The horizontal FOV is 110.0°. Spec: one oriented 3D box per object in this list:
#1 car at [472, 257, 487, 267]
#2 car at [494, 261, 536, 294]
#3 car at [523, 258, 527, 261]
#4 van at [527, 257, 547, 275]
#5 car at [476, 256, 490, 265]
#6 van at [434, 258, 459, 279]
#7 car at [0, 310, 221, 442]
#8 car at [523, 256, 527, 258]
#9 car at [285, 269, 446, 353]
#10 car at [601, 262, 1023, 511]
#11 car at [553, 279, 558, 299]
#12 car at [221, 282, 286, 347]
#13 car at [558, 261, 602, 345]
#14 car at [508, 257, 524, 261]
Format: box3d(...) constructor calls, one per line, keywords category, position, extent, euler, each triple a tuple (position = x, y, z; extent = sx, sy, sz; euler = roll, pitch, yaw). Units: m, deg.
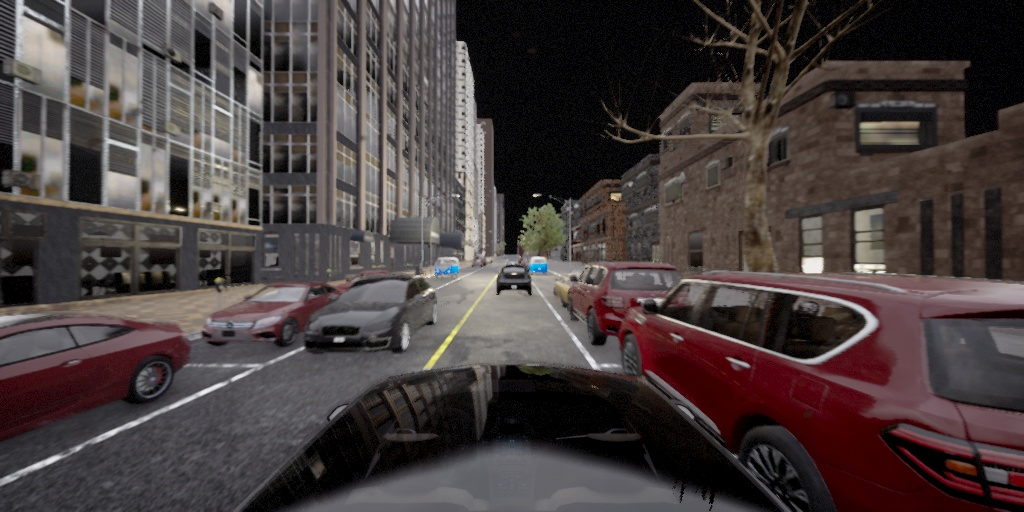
box3d(category="car", position=(-5.683, 1.174, 59.205), extent=(1.802, 1.307, 4.207), euler=(0, 0, 0))
box3d(category="car", position=(0.101, 1.218, 19.773), extent=(1.837, 1.490, 4.892), euler=(0, 1, 0))
box3d(category="car", position=(2.696, 1.212, 42.566), extent=(1.948, 1.339, 4.313), euler=(0, 0, 0))
box3d(category="van", position=(2.695, 1.004, 37.020), extent=(1.690, 1.789, 3.998), euler=(0, 0, 0))
box3d(category="car", position=(-5.683, 0.887, 64.751), extent=(2.192, 1.841, 5.009), euler=(0, 0, 0))
box3d(category="van", position=(-5.685, 1.020, 31.473), extent=(1.690, 1.789, 3.998), euler=(0, 0, 0))
box3d(category="car", position=(-5.689, 1.328, 3.738), extent=(1.802, 1.307, 4.207), euler=(0, 0, 0))
box3d(category="car", position=(2.696, 1.068, 48.112), extent=(1.967, 1.591, 4.097), euler=(0, 0, 0))
box3d(category="car", position=(-3.089, 1.241, 8.861), extent=(1.837, 1.490, 4.892), euler=(0, 0, 0))
box3d(category="car", position=(2.693, 1.061, 3.738), extent=(2.192, 1.841, 5.009), euler=(0, 0, 0))
box3d(category="car", position=(2.694, 1.248, 15.004), extent=(1.751, 1.417, 4.829), euler=(0, 0, 0))
box3d(category="car", position=(-5.688, 1.317, 9.287), extent=(1.802, 1.307, 4.207), euler=(0, 0, 0))
box3d(category="car", position=(2.693, 1.050, 9.287), extent=(2.192, 1.841, 5.009), euler=(0, 0, 0))
box3d(category="car", position=(0.105, 1.186, 44.951), extent=(2.033, 1.411, 5.357), euler=(0, 0, 0))
